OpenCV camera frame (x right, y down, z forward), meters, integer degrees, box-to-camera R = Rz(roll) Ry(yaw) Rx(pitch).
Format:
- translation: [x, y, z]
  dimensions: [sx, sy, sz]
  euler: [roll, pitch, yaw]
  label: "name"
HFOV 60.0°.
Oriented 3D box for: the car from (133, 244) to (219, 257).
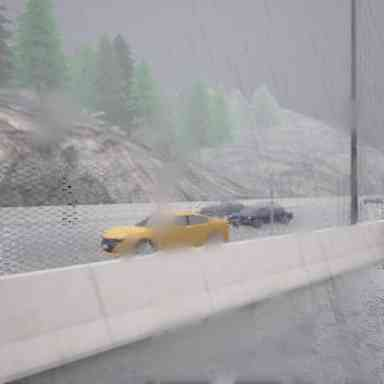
- translation: [-0.818, 1.468, 12.279]
  dimensions: [5.008, 1.535, 1.882]
  euler: [0, 0, -38]
  label: "car"
